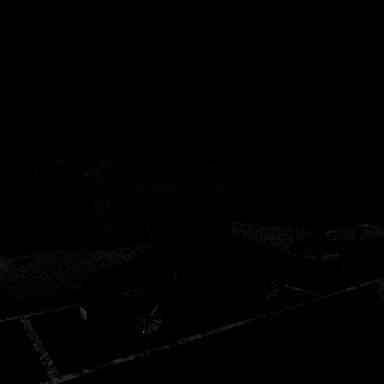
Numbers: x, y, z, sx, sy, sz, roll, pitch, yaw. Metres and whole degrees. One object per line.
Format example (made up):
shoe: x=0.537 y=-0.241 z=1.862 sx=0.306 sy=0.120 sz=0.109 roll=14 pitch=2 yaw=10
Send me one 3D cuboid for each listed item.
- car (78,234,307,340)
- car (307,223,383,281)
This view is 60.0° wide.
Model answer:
car: x=0.043 y=1.566 z=6.563 sx=4.313 sy=1.339 sz=1.947 roll=0 pitch=0 yaw=-35
car: x=4.526 y=1.582 z=9.752 sx=4.206 sy=1.307 sz=1.802 roll=0 pitch=0 yaw=-35
